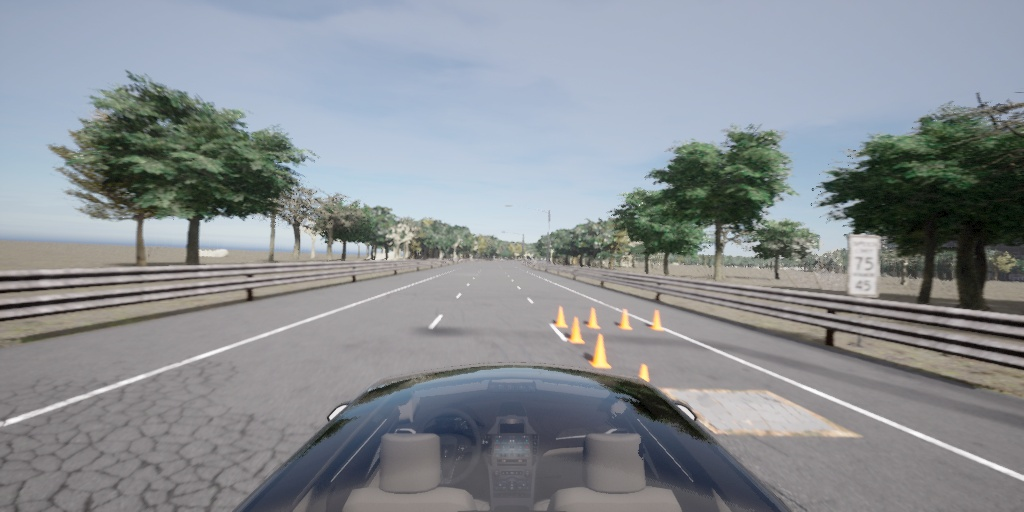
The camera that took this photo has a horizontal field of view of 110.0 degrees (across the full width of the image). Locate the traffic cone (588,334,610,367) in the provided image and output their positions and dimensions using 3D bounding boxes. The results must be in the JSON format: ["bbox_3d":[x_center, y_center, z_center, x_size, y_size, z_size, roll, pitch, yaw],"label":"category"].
[{"bbox_3d":[1.692,1.813,6.961,0.340,0.580,0.340,0,0,-3],"label":"traffic cone"}]

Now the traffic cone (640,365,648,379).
[{"bbox_3d":[1.804,1.804,4.964,0.340,0.580,0.340,0,0,-3],"label":"traffic cone"}]

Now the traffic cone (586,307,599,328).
[{"bbox_3d":[2.467,1.873,11.011,0.340,0.580,0.340,0,0,-3],"label":"traffic cone"}]

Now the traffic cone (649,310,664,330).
[{"bbox_3d":[4.462,1.958,11.122,0.340,0.580,0.340,0,0,-3],"label":"traffic cone"}]

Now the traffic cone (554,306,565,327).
[{"bbox_3d":[1.469,1.830,10.954,0.340,0.580,0.340,0,0,-3],"label":"traffic cone"}]

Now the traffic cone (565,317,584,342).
[{"bbox_3d":[1.581,1.821,8.958,0.340,0.580,0.340,0,0,-3],"label":"traffic cone"}]

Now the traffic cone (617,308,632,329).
[{"bbox_3d":[3.464,1.915,11.066,0.340,0.580,0.340,0,0,-3],"label":"traffic cone"}]
